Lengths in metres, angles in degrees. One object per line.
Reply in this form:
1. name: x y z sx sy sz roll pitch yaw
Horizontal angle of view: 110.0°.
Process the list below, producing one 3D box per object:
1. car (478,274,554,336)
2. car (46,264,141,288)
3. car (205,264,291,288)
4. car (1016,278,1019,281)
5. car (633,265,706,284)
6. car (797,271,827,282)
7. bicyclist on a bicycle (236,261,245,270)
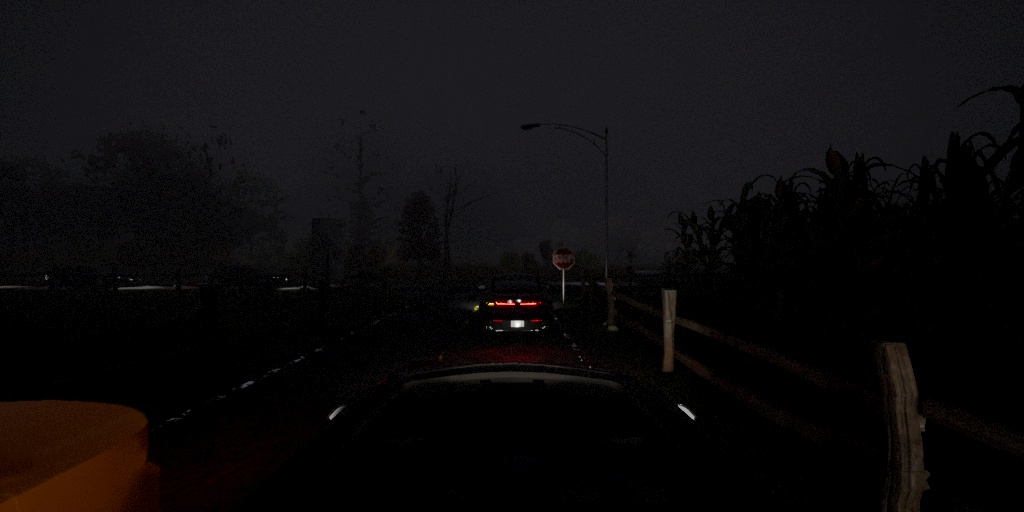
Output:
1. car: 0.071 1.255 10.366 1.837 1.490 4.892 0 0 -1
2. car: -27.409 1.295 23.542 4.892 1.490 1.837 0 0 0
3. car: -17.116 1.281 23.391 4.892 1.490 1.837 0 0 1
4. car: 34.567 1.139 25.583 5.008 1.535 1.882 0 0 1
5. car: 11.200 1.325 25.873 4.718 1.301 1.895 0 0 0
6. car: 23.688 1.242 25.750 5.357 1.411 2.033 0 0 1
7. bicyclist on a bicycle: -22.402 1.241 29.442 0.582 1.620 1.656 0 0 1
